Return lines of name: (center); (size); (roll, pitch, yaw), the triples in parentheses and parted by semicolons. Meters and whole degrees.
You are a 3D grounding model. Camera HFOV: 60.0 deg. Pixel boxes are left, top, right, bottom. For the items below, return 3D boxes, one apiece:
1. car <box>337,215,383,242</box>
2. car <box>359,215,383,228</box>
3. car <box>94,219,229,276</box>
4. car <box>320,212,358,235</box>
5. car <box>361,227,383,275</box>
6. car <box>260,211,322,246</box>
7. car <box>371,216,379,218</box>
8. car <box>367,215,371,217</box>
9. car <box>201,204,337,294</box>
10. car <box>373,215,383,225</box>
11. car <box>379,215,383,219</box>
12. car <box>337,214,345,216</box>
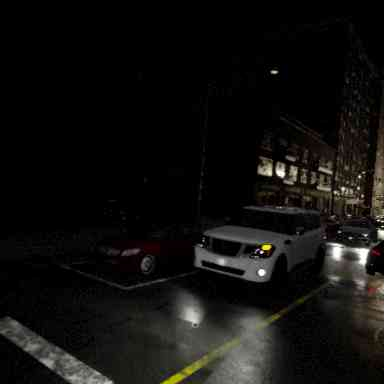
car: (10.597, 2.485, 21.107); (1.812, 1.442, 4.674); (5, 1, 37)
car: (22.137, 3.579, 40.995); (1.947, 1.339, 4.313); (4, 0, 37)
car: (-0.888, 1.498, 9.943); (1.802, 1.307, 4.206); (4, 0, 37)
car: (12.280, 2.553, 27.688); (1.967, 1.590, 4.097); (4, 0, 37)
car: (7.575, 2.246, 11.851); (1.994, 1.385, 4.181); (5, 0, 37)
car: (5.702, 1.954, 18.815); (1.967, 1.590, 4.097); (4, 0, 37)
car: (18.846, 3.294, 36.559); (1.802, 1.307, 4.206); (4, 0, 37)
car: (15.558, 2.978, 32.123); (1.947, 1.339, 4.313); (4, 0, 37)
car: (2.360, 1.431, 9.969); (2.150, 2.045, 5.566); (5, 0, 37)
car: (28.716, 4.164, 49.868); (2.008, 1.369, 4.403); (4, 0, 37)
car: (22.193, 3.386, 36.567); (2.097, 1.767, 4.553); (5, 0, 37)
car: (8.991, 2.253, 23.252); (1.967, 1.590, 4.097); (4, 0, 37)
